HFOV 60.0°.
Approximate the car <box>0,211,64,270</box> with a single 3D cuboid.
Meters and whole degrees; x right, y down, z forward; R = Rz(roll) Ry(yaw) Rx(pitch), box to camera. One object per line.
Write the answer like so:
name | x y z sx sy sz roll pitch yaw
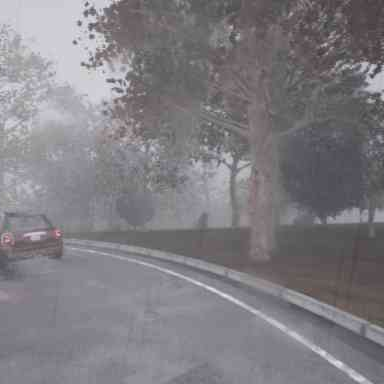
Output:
car | -6.556 1.494 11.805 4.553 1.767 2.097 -1 0 40
